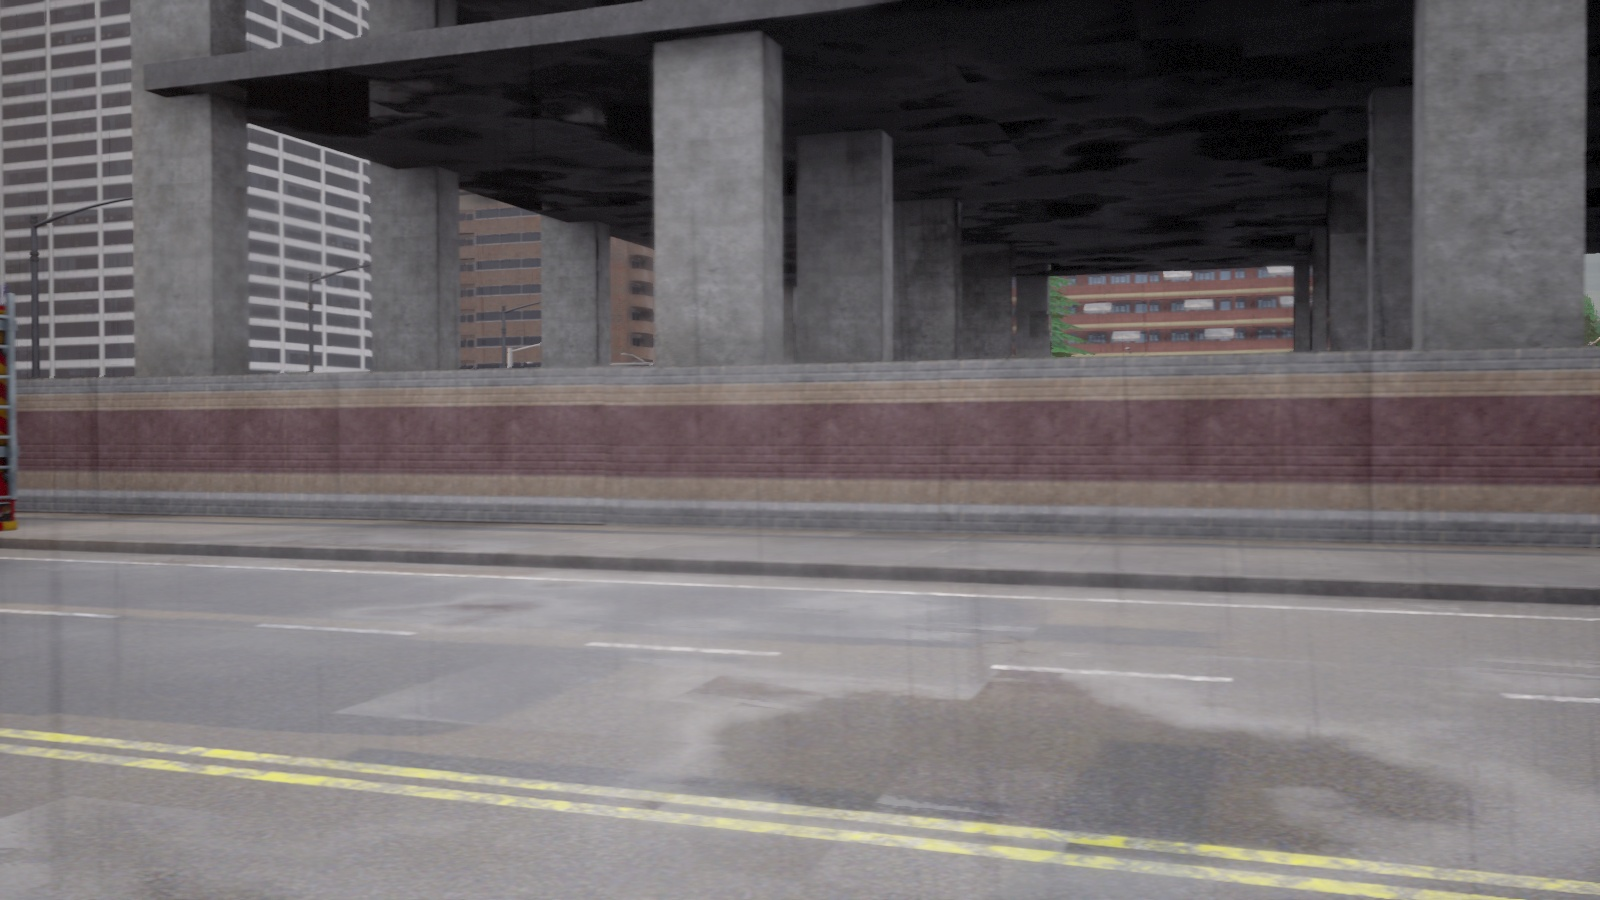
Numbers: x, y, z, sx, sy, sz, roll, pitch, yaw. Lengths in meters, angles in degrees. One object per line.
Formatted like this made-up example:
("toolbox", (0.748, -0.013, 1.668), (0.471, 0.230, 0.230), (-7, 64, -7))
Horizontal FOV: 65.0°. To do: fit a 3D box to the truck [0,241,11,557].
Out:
("truck", (-14.114, -0.636, 15.305), (8.468, 3.827, 2.891), (1, 1, 19))
